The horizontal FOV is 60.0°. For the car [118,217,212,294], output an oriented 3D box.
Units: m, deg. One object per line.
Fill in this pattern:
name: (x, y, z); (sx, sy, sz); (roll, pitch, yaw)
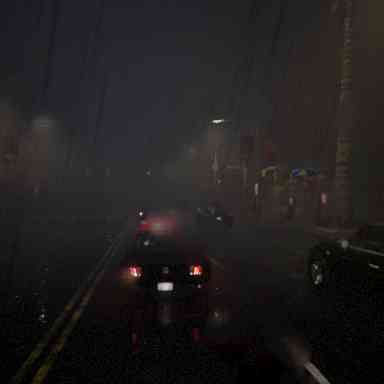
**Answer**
car: (-0.770, 1.600, 8.849); (1.895, 1.301, 4.718); (0, 0, -6)

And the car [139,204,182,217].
car: (-1.834, 1.563, 17.639); (1.994, 1.385, 4.181); (0, 0, -7)

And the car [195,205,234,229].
car: (1.377, 1.562, 21.938); (1.994, 1.385, 4.181); (0, 0, -7)

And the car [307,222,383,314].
car: (4.078, 1.351, 6.441); (2.097, 1.767, 4.553); (0, 0, -7)

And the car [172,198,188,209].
car: (-1.580, 1.488, 43.945); (2.128, 1.511, 4.902); (0, 0, -7)
